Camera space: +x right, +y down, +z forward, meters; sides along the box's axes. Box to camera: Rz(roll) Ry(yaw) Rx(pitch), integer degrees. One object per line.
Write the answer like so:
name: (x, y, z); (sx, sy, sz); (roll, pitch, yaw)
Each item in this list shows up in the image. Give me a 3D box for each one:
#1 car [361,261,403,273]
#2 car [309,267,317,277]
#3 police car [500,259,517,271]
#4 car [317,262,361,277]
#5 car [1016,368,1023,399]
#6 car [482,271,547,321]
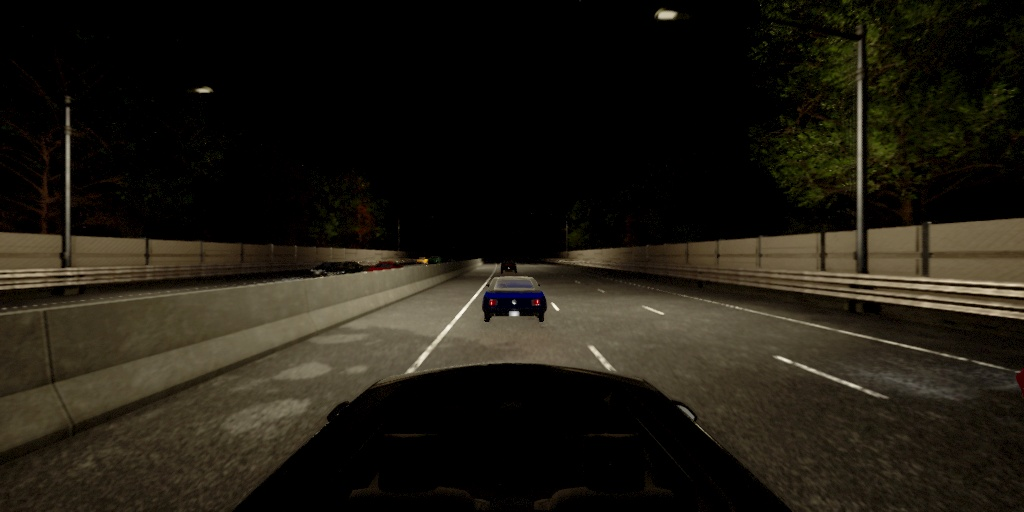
car: (-10.853, 1.239, 30.959); (1.882, 1.535, 5.008); (0, 0, -1)
car: (-17.927, 1.287, 35.294); (1.812, 1.442, 4.674); (0, 0, -1)
police car: (-0.425, 1.191, 44.229); (1.930, 1.638, 5.238); (0, 0, -1)
car: (-14.352, 1.266, 30.885); (1.837, 1.490, 4.892); (0, 0, -1)
car: (7.094, 1.274, 2.363); (1.812, 1.442, 4.674); (0, 0, 0)
car: (0.059, 1.355, 12.420); (1.895, 1.301, 4.718); (0, 0, 0)
